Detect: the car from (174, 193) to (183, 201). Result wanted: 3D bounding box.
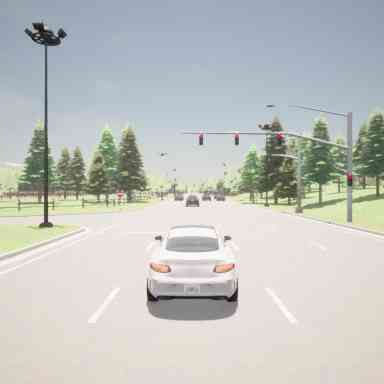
[{"bbox_3d":[-3.347,1.544,83.049,1.994,1.385,4.181,0,0,0],"label":"car"}]

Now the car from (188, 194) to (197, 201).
[{"bbox_3d":[0.153,1.348,83.046,2.097,1.767,4.553,0,0,0],"label":"car"}]

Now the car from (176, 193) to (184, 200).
[{"bbox_3d":[-3.329,1.187,93.056,2.097,1.767,4.553,0,0,0],"label":"car"}]

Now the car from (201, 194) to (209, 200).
[{"bbox_3d":[3.671,1.372,93.073,2.033,1.411,5.357,0,0,0],"label":"car"}]

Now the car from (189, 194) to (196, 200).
[{"bbox_3d":[0.171,1.332,93.079,1.837,1.490,4.892,0,0,0],"label":"car"}]

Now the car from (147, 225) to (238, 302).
[{"bbox_3d":[0.021,1.526,8.143,1.812,1.442,4.674,0,0,0],"label":"car"}]

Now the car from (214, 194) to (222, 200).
[{"bbox_3d":[7.171,1.385,93.067,1.994,1.385,4.181,0,0,0],"label":"car"}]

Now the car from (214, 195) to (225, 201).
[{"bbox_3d":[7.152,1.517,82.647,2.128,1.511,4.902,0,0,0],"label":"car"}]

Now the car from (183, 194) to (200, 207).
[{"bbox_3d":[0.096,1.352,52.017,2.097,1.767,4.553,0,0,0],"label":"car"}]

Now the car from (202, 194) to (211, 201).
[{"bbox_3d":[3.653,1.348,83.040,2.097,1.767,4.553,0,0,0],"label":"car"}]
